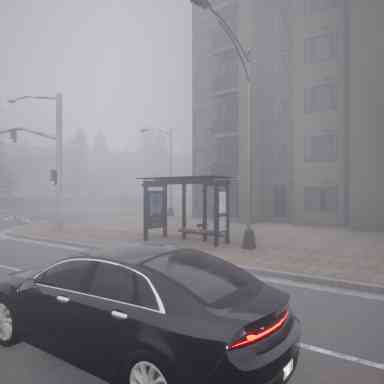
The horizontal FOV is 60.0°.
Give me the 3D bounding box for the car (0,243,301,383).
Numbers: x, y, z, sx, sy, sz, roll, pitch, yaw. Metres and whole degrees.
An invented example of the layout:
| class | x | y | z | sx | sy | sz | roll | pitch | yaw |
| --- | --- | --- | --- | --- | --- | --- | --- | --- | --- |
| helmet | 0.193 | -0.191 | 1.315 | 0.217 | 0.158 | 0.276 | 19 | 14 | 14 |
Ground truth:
| class | x | y | z | sx | sy | sz | roll | pitch | yaw |
| --- | --- | --- | --- | --- | --- | --- | --- | --- | --- |
| car | -1.020 | 1.505 | 4.710 | 4.892 | 1.490 | 1.837 | 0 | 0 | 35 |
